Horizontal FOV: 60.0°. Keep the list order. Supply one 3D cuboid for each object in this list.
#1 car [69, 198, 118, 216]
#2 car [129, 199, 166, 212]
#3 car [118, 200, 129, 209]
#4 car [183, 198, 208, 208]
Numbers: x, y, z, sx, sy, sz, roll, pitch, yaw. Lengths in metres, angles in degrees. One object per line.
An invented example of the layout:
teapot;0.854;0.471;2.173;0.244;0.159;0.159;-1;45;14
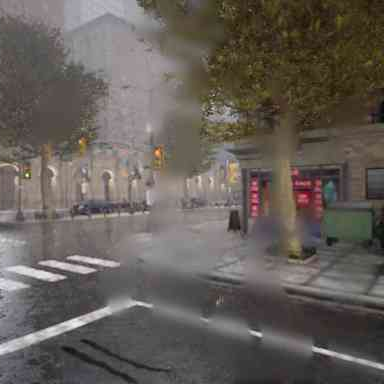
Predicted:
car;-10.615;1.531;35.210;2.097;1.767;4.553;0;0;36
car;-5.320;1.683;42.524;1.837;1.490;4.892;0;0;36
car;-9.800;1.814;47.679;1.895;1.301;4.718;0;0;36
car;0.505;1.683;50.561;1.837;1.490;4.892;0;0;36
